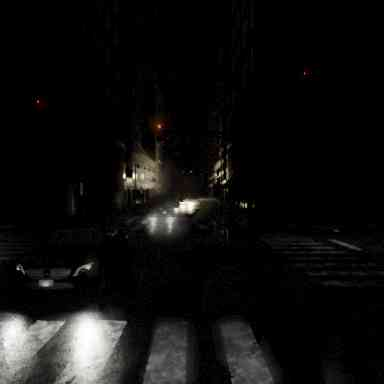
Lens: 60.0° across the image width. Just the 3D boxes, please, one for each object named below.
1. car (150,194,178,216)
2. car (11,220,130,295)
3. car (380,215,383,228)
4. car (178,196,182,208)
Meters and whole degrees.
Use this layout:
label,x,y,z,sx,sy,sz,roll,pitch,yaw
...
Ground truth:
label,x,y,z,sx,sy,sz,roll,pitch,yaw
car,-2.864,1.199,33.112,2.150,2.045,5.566,0,0,0
car,-2.859,1.527,8.851,1.812,1.442,4.674,0,0,0
car,12.339,1.275,16.815,5.009,1.841,2.192,0,0,0
car,-2.869,1.307,47.528,2.097,1.767,4.553,0,0,0
